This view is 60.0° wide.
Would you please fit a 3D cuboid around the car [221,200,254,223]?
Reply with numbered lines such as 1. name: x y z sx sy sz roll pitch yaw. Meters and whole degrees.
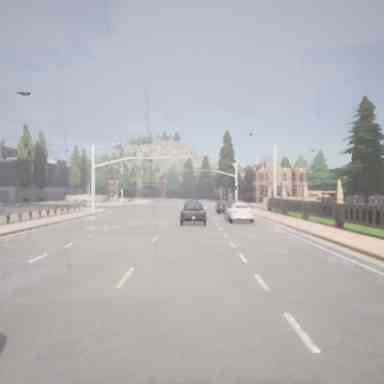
1. car: 3.586 1.545 25.599 1.812 1.442 4.674 0 0 0

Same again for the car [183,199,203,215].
1. car: 0.018 1.576 36.208 2.033 1.411 5.357 0 0 -2

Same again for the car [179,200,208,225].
1. car: 0.093 1.510 24.211 2.128 1.511 4.902 0 0 0

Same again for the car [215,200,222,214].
1. car: 3.589 1.576 36.474 2.033 1.411 5.357 0 0 0
